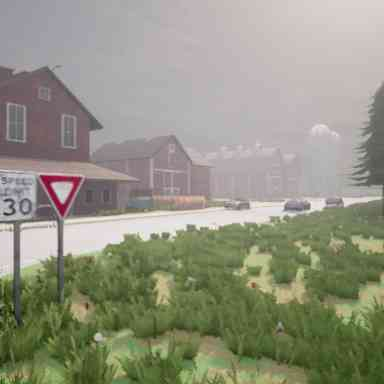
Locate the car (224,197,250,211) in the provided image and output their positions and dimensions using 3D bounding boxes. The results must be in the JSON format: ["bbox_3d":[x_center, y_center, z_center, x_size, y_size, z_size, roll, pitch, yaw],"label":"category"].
[{"bbox_3d":[5.386,1.306,39.190,1.816,1.474,4.193,7,4,33],"label":"car"}]

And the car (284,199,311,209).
[{"bbox_3d":[11.673,1.417,36.681,1.994,1.385,4.181,0,0,36],"label":"car"}]

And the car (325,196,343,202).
[{"bbox_3d":[21.778,1.345,50.821,2.128,1.511,4.902,0,0,36],"label":"car"}]
